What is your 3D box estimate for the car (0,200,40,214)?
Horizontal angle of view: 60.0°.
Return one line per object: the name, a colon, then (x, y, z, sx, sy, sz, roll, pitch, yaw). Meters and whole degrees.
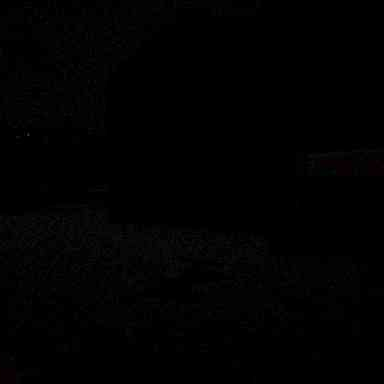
car: (-17.720, 1.465, 33.648, 1.994, 1.385, 4.181, 0, 0, 36)
